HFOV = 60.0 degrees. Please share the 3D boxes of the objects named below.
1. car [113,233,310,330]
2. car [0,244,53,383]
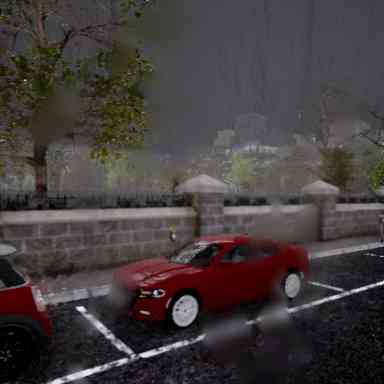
[{"bbox_3d":[0.602,1.598,6.992,4.507,1.381,1.887,1,-1,-35],"label":"car"},{"bbox_3d":[-3.904,1.427,3.780,4.097,1.590,1.967,1,-1,-35],"label":"car"}]
